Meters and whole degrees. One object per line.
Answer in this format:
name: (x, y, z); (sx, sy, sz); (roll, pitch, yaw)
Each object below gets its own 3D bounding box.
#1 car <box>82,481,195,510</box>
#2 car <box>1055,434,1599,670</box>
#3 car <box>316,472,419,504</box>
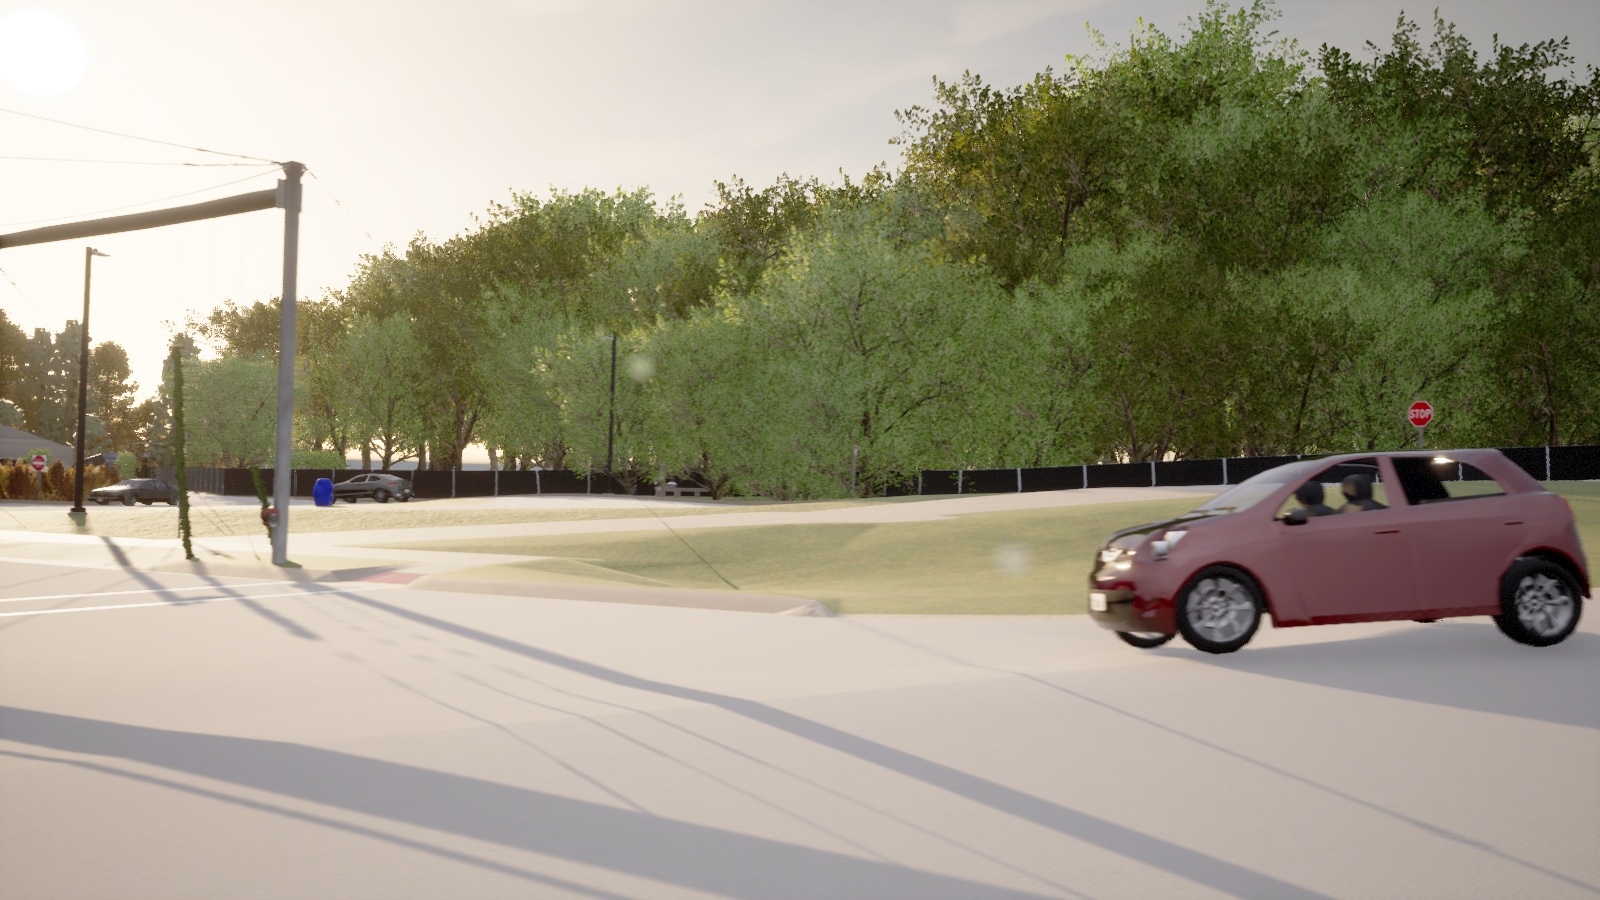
car: (-33.987, 2.328, 64.703); (2.033, 1.411, 5.357); (0, -2, 15)
car: (4.115, 0.796, 9.947); (3.633, 1.501, 1.845); (-3, -5, -6)
car: (-23.736, 2.086, 68.951); (5.027, 1.651, 2.152); (-2, -1, 17)
